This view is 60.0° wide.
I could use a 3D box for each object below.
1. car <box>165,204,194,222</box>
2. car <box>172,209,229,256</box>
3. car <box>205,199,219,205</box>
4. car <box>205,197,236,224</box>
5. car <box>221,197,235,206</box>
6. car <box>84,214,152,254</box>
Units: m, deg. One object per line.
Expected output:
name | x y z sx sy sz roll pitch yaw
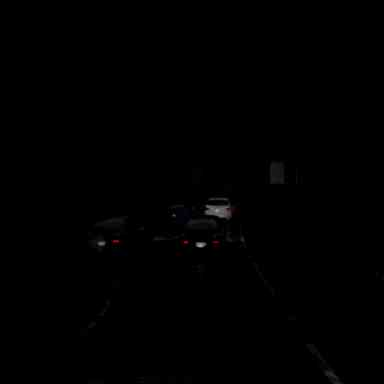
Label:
car | -0.936 1.742 28.825 1.882 1.535 5.008 0 0 11
car | 0.509 1.655 13.771 1.812 1.442 4.674 0 0 5
car | 4.483 2.180 72.636 1.895 1.301 4.718 0 0 19
car | 2.407 1.479 27.739 2.150 2.045 5.566 0 0 11
car | 7.811 1.941 71.549 2.097 1.767 4.553 0 0 19
car | -2.981 1.652 14.036 1.812 1.442 4.674 0 0 5
